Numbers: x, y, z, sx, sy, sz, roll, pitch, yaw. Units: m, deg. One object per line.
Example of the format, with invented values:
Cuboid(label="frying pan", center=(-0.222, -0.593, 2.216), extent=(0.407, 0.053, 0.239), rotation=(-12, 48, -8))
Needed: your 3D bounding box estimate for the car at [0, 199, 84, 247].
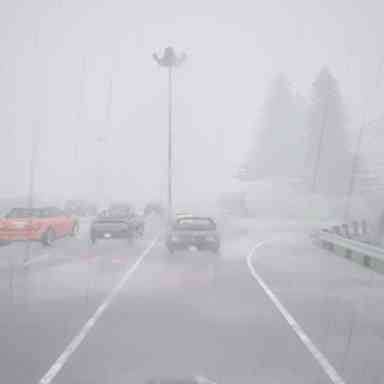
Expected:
Cuboid(label="car", center=(-6.931, 1.409, 15.501), extent=(2.097, 1.767, 4.553), rotation=(0, 0, 0))

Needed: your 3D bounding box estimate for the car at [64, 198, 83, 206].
Cuboid(label="car", center=(-21.164, 1.779, 59.554), extent=(1.994, 1.385, 4.181), rotation=(0, 0, 0))

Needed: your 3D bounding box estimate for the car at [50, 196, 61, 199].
Cuboid(label="car", center=(-24.656, 1.722, 60.576), extent=(1.837, 1.490, 4.892), rotation=(0, 0, 0))

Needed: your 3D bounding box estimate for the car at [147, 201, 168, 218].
Cuboid(label="car", center=(-3.474, 1.620, 31.851), extent=(1.837, 1.490, 4.892), rotation=(0, 0, 0))

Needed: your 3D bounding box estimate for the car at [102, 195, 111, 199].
Cuboid(label="car", center=(-19.805, 1.410, 74.965), extent=(1.812, 1.442, 4.674), rotation=(0, 0, 12))

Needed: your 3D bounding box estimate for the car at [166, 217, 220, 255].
Cuboid(label="car", center=(0.160, 1.650, 13.554), extent=(1.895, 1.301, 4.718), rotation=(0, 0, 3))

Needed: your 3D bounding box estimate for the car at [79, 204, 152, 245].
Cuboid(label="car", center=(-3.431, 1.550, 15.935), extent=(2.128, 1.511, 4.902), rotation=(0, 0, 0))

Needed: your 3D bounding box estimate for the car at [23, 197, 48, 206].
Cuboid(label="car", center=(-28.156, 1.718, 59.882), extent=(2.128, 1.511, 4.902), rotation=(0, 0, 0))

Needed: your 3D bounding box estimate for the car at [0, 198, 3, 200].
Cuboid(label="car", center=(-24.689, 1.512, 44.304), extent=(2.097, 1.767, 4.553), rotation=(0, 0, 0))

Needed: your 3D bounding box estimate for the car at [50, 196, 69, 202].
Cuboid(label="car", center=(-30.303, 1.583, 75.991), extent=(1.895, 1.301, 4.718), rotation=(0, 0, 9))

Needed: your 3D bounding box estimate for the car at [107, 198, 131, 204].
Cuboid(label="car", center=(-6.978, 1.598, 33.332), extent=(1.882, 1.535, 5.008), rotation=(0, 0, 0))

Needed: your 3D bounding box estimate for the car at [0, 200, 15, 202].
Cuboid(label="car", center=(-10.431, 1.406, 15.069), extent=(2.097, 1.767, 4.553), rotation=(0, 0, 0))

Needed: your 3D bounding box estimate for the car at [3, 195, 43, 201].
Cuboid(label="car", center=(-21.194, 1.376, 42.488), extent=(2.150, 2.045, 5.566), rotation=(0, 0, 0))

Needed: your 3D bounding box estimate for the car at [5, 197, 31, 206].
Cuboid(label="car", center=(-31.648, 1.741, 60.678), extent=(2.128, 1.511, 4.902), rotation=(0, 0, 0))

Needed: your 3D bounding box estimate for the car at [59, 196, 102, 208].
Cuboid(label="car", center=(-10.475, 1.466, 31.482), extent=(2.097, 1.767, 4.553), rotation=(0, 0, 0))

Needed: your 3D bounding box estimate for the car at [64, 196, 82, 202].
Cuboid(label="car", center=(-26.878, 1.544, 75.279), extent=(1.994, 1.385, 4.181), rotation=(0, 0, 9))
